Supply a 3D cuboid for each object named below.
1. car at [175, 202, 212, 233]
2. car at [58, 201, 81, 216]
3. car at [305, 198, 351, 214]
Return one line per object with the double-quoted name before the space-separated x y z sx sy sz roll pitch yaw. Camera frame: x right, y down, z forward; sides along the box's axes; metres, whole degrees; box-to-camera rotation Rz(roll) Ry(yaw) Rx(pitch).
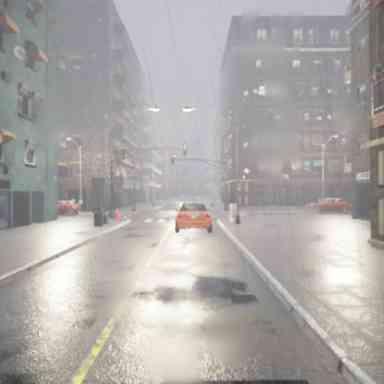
"car" 0.047 1.374 20.134 2.097 1.767 4.553 0 0 -1
"car" -13.509 1.608 33.651 4.097 1.590 1.967 -1 0 0
"car" 13.596 1.347 33.543 4.097 1.590 1.967 -1 0 0
